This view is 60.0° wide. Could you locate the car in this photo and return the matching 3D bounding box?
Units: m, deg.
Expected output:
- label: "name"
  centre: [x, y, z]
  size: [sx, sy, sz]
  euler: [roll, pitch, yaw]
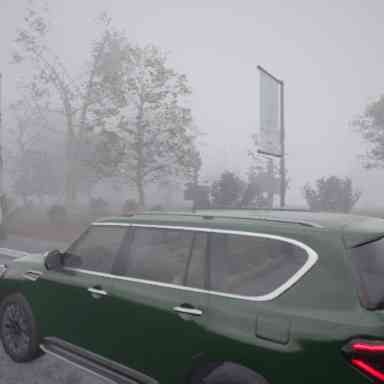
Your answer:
- label: "car"
  centre: [-0.280, 1.222, 4.191]
  size: [5.566, 2.045, 2.150]
  euler: [0, 0, 35]
